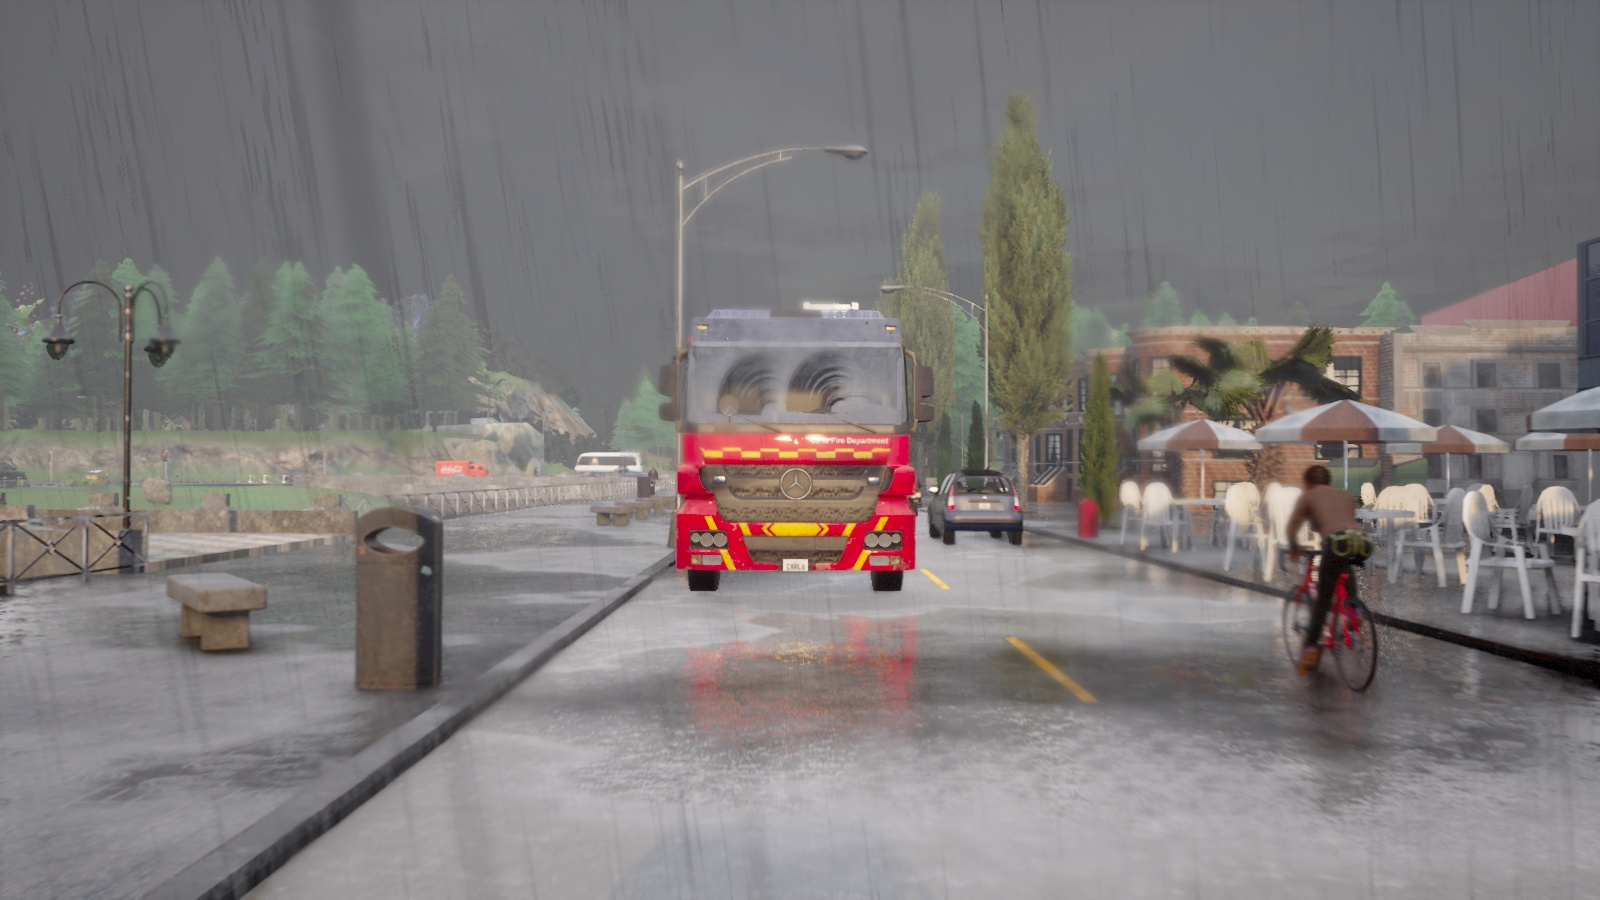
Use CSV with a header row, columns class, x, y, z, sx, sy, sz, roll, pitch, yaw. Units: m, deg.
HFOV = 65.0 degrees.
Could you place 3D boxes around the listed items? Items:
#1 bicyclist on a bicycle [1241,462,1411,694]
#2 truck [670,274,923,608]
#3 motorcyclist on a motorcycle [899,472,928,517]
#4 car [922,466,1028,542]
class,x,y,z,sx,sy,sz,roll,pitch,yaw
bicyclist on a bicycle,3.973,0.913,9.618,0.582,1.620,1.656,0,-1,0
truck,-0.053,-0.037,18.687,2.891,3.827,8.468,0,-1,0
motorcyclist on a motorcycle,3.887,1.505,43.214,0.797,1.523,2.044,0,-1,0
car,3.924,1.178,28.711,1.851,1.617,3.988,0,-1,0
